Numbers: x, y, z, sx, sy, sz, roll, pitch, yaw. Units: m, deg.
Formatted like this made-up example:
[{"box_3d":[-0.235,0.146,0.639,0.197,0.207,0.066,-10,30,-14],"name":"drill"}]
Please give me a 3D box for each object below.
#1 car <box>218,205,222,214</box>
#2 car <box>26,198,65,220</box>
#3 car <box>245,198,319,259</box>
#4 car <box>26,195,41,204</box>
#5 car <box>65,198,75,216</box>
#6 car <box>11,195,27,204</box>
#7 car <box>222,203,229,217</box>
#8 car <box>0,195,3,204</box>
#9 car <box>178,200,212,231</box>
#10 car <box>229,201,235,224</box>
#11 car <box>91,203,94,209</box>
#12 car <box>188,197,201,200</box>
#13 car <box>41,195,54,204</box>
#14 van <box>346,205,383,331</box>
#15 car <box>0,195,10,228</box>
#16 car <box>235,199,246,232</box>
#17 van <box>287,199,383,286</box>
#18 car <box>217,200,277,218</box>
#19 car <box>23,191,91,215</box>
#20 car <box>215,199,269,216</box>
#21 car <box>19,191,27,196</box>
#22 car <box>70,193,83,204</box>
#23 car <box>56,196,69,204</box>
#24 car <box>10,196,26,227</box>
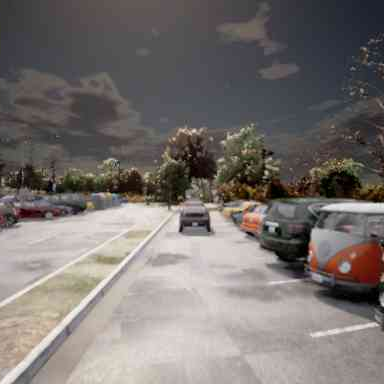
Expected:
[{"box_3d":[5.100,1.495,26.590,5.366,1.575,1.946,1,0,-20],"name":"car"},{"box_3d":[-13.232,1.480,26.866,5.008,1.535,2.097,-1,0,-20],"name":"car"},{"box_3d":[4.893,1.238,10.821,5.566,2.045,2.435,1,0,-20],"name":"car"},{"box_3d":[-33.136,1.558,69.675,2.185,1.767,4.553,1,-3,-19],"name":"car"},{"box_3d":[-13.204,1.518,29.891,4.674,1.452,2.002,-1,0,-20],"name":"car"},{"box_3d":[-36.163,1.559,69.722,2.185,1.767,4.553,1,-3,-19],"name":"car"},{"box_3d":[4.887,1.523,23.115,4.792,1.488,2.163,1,0,-20],"name":"car"},{"box_3d":[-31.718,1.162,52.666,2.231,1.521,4.892,0,-1,-19],"name":"car"},{"box_3d":[0.173,1.514,20.755,1.837,1.490,4.892,0,0,0],"name":"car"},{"box_3d":[4.929,1.367,19.746,4.553,1.767,2.185,1,0,-20],"name":"car"},{"box_3d":[-13.331,1.458,35.867,5.366,1.575,1.946,-1,1,-20],"name":"car"},{"box_3d":[0.254,1.354,37.993,2.097,1.767,4.553,0,0,0],"name":"car"},{"box_3d":[-30.100,1.554,69.562,2.185,1.767,4.553,1,-3,-19],"name":"car"},{"box_3d":[4.739,1.260,4.813,4.442,1.987,1.878,1,0,-20],"name":"van"},{"box_3d":[-13.269,1.223,17.851,5.566,2.045,2.435,-1,0,-20],"name":"car"},{"box_3d":[4.855,1.365,16.755,4.553,1.767,2.185,1,0,-20],"name":"car"},{"box_3d":[4.747,1.261,7.790,4.442,1.987,1.878,1,0,-20],"name":"van"},{"box_3d":[4.937,1.497,29.915,4.892,1.521,2.231,1,0,-20],"name":"car"},{"box_3d":[-13.207,1.220,32.892,5.566,2.045,2.435,-1,0,-20],"name":"car"},{"box_3d":[4.965,1.498,33.309,4.892,1.521,2.231,1,0,-20],"name":"car"},{"box_3d":[-25.786,0.908,52.549,2.435,2.045,5.566,1,-1,-19],"name":"car"},{"box_3d":[-24.081,1.429,69.513,2.435,2.045,5.566,1,-3,-19],"name":"car"},{"box_3d":[-27.085,1.681,69.540,2.231,1.521,4.892,1,-3,-19],"name":"car"},{"box_3d":[-13.241,1.351,20.847,4.553,1.767,2.185,-1,0,-20],"name":"car"}]
